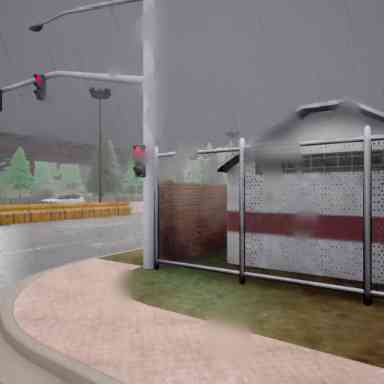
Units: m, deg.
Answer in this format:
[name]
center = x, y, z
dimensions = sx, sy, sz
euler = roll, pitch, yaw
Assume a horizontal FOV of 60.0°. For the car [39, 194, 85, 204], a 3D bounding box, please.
[car]
center = -15.603, 1.223, 40.243
dimensions = 2.150, 2.045, 5.566
euler = 0, 0, 34
